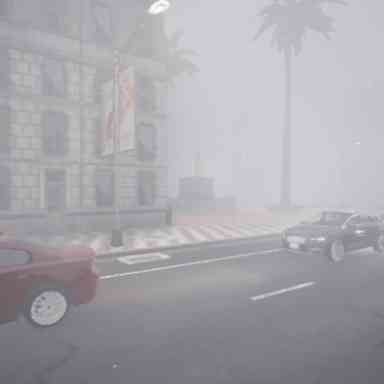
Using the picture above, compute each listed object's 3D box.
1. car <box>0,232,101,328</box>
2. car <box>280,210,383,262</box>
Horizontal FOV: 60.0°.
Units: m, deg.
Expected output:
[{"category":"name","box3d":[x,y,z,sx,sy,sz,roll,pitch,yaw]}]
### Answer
[{"category":"car","box3d":[-4.055,1.476,5.390,5.008,1.535,1.882,0,0,-35]},{"category":"car","box3d":[5.248,1.438,11.986,4.902,1.511,2.128,0,0,-35]}]
